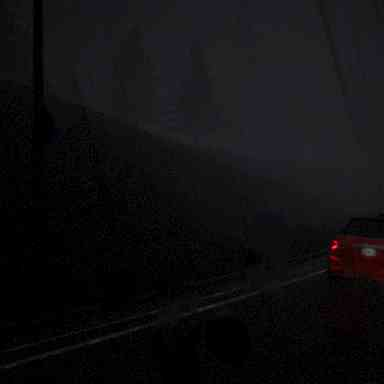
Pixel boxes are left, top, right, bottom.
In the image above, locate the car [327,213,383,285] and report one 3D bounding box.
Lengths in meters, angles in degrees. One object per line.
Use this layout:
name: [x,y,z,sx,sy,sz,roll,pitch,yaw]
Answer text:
car: [5.411,1.311,8.597,4.553,1.767,2.097,0,0,-42]
